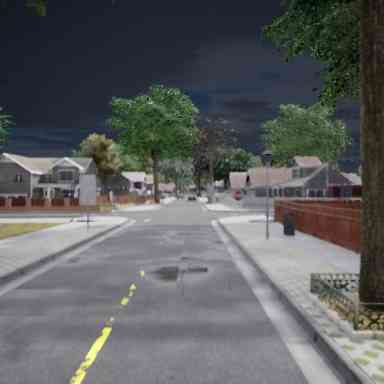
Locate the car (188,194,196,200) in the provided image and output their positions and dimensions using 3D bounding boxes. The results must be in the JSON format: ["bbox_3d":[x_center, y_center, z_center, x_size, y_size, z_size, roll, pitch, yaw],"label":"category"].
[{"bbox_3d":[0.004,1.344,86.580,1.994,1.385,4.181,0,0,0],"label":"car"}]

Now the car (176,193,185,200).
[{"bbox_3d":[-2.747,1.058,80.331,1.837,1.490,4.892,0,0,0],"label":"car"}]

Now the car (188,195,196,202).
[{"bbox_3d":[0.003,1.415,76.161,1.882,1.535,5.008,0,0,0],"label":"car"}]
